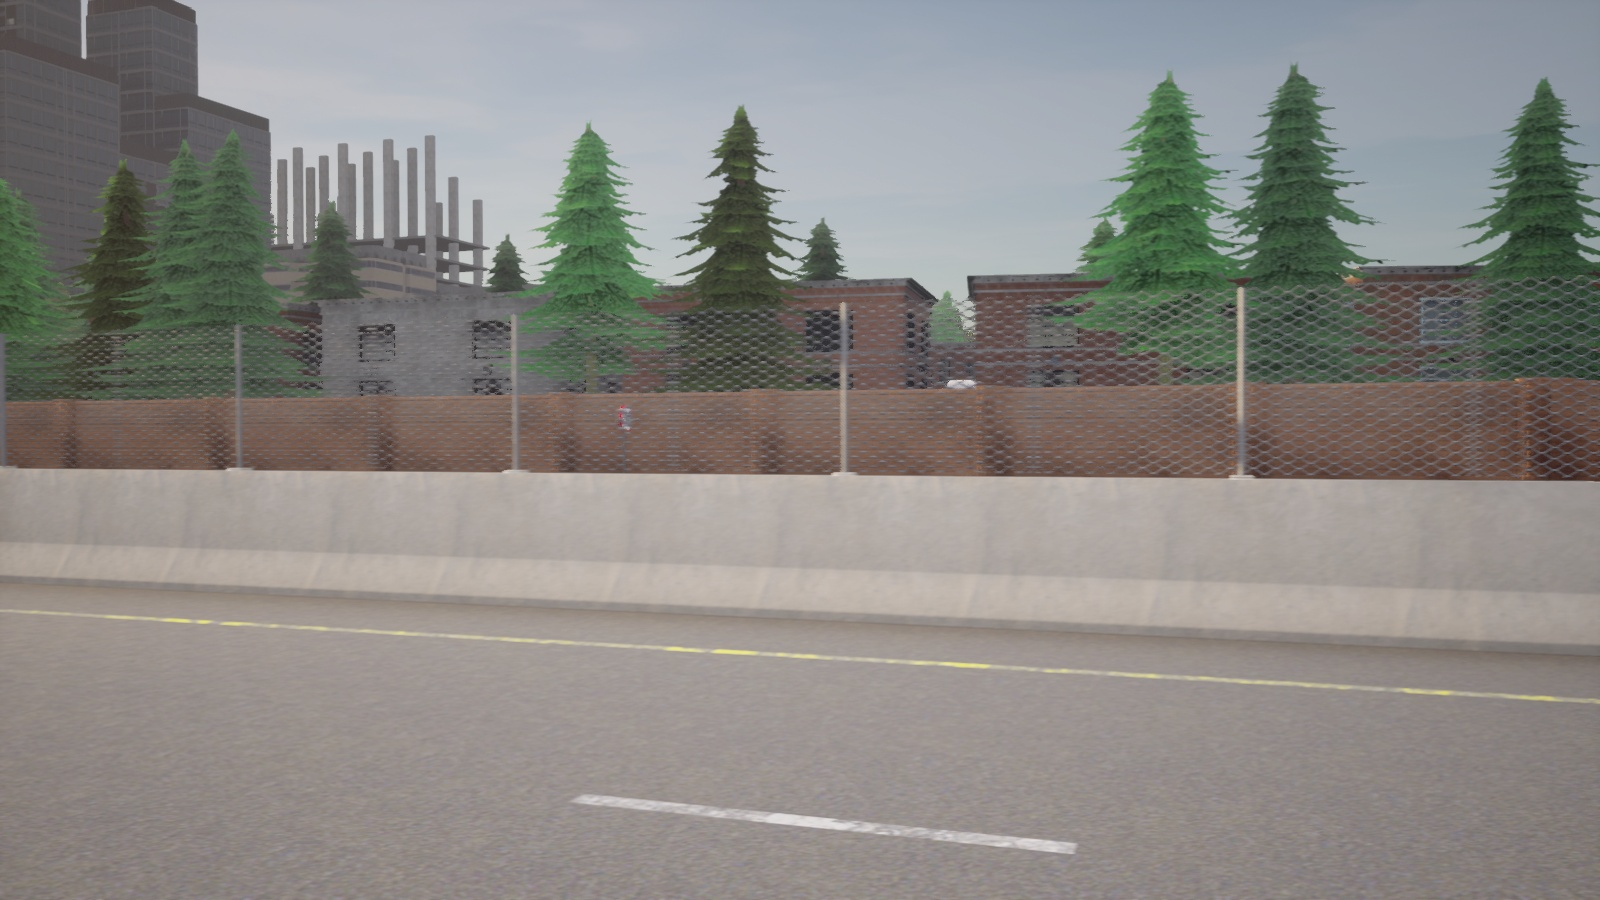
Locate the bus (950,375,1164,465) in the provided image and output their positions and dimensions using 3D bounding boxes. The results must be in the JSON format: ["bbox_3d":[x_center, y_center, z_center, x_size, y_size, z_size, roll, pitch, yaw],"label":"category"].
[{"bbox_3d":[12.948,-1.474,63.661,10.273,4.253,3.944,-1,1,12],"label":"bus"}]
